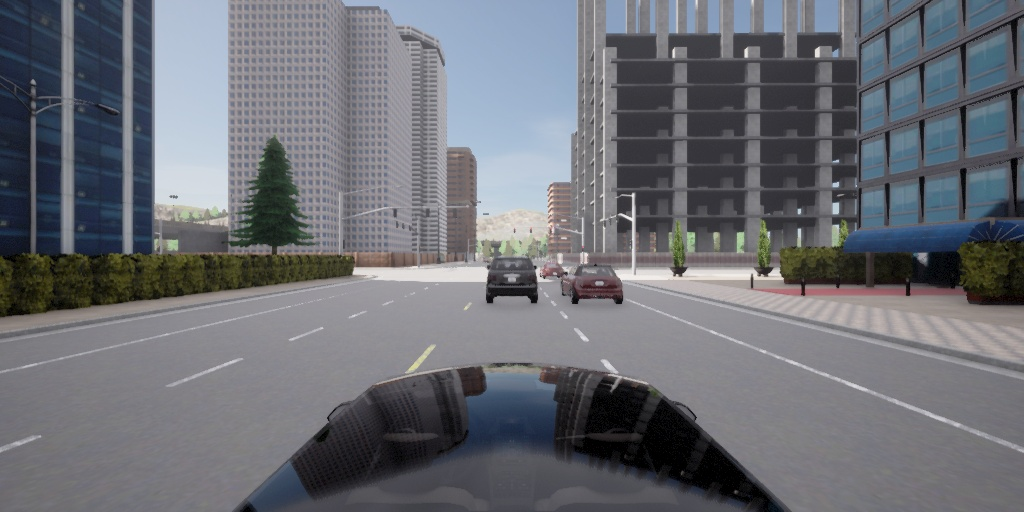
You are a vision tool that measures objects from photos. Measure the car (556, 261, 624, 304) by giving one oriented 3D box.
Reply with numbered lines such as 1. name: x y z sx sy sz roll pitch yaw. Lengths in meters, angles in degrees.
1. car: 3.500 1.114 16.470 2.097 1.767 4.553 0 0 0

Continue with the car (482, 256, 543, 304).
1. car: 0.000 1.006 16.530 2.150 2.045 5.566 0 0 0

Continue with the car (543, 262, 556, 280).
1. car: 3.493 1.281 31.527 1.812 1.442 4.674 0 0 0
